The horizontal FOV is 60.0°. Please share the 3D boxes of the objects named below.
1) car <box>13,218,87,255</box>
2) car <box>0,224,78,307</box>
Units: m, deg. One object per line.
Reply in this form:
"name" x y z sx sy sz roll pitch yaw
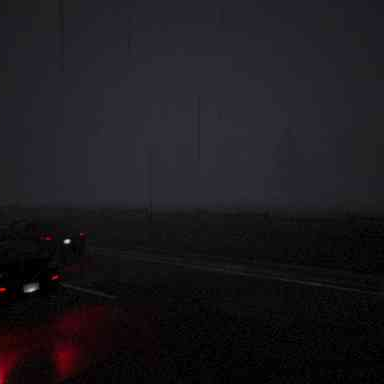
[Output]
"car" -5.879 1.668 12.482 4.181 1.385 1.994 -1 0 35
"car" -4.820 1.596 7.430 4.674 1.442 1.812 0 0 35
